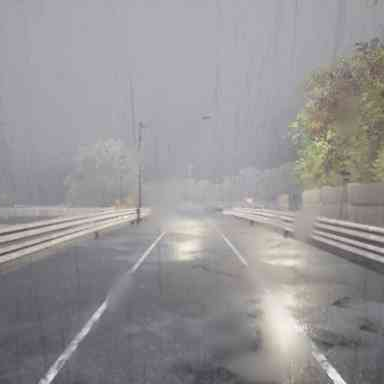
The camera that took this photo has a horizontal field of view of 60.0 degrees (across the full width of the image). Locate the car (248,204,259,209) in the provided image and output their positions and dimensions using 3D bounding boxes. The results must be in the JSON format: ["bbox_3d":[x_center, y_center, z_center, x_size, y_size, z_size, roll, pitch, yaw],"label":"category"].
[{"bbox_3d":[16.819,4.288,88.558,1.812,1.442,4.674,-1,-2,16],"label":"car"}]

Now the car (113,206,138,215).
[{"bbox_3d":[-8.593,2.581,43.785,1.882,1.535,5.008,-2,-3,43],"label":"car"}]

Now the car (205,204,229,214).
[{"bbox_3d":[4.222,3.220,60.611,2.128,1.511,4.902,-1,-2,31],"label":"car"}]
